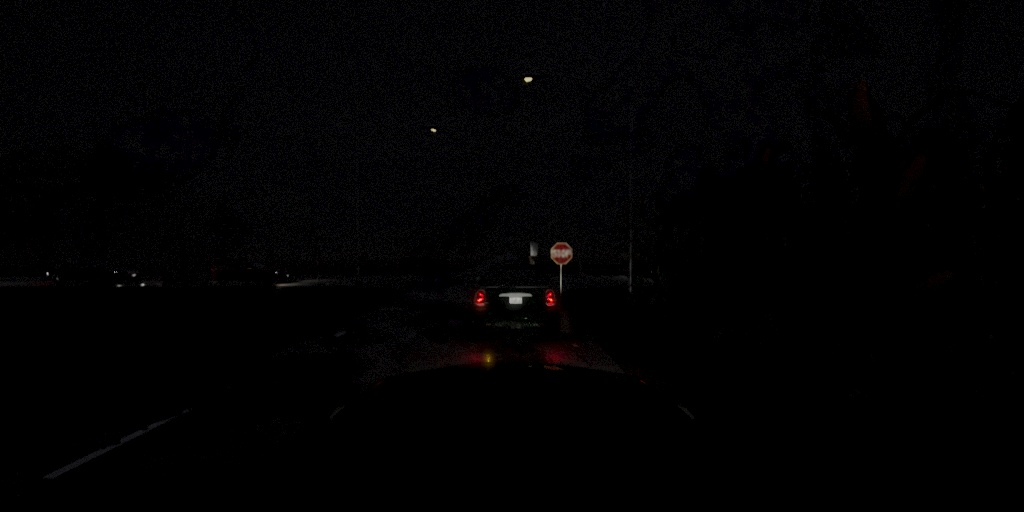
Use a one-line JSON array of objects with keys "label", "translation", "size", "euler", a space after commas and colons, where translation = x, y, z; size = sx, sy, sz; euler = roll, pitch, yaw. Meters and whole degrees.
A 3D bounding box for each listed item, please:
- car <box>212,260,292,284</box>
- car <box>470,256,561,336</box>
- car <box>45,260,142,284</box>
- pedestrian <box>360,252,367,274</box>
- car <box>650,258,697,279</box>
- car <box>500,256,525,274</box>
[{"label": "car", "translation": [-16.969, 1.009, 23.379], "size": [4.674, 1.442, 1.812], "euler": [0, 2, 0]}, {"label": "car", "translation": [0.029, 0.972, 10.099], "size": [2.097, 1.767, 4.553], "euler": [0, 1, -1]}, {"label": "car", "translation": [-27.059, 0.998, 23.318], "size": [4.902, 1.511, 2.128], "euler": [0, 2, 0]}, {"label": "pedestrian", "translation": [-12.243, 0.568, 29.370], "size": [0.375, 1.860, 0.375], "euler": [0, 2, 0]}, {"label": "car", "translation": [12.639, 0.878, 26.504], "size": [4.674, 1.442, 1.812], "euler": [0, 2, 0]}, {"label": "car", "translation": [0.030, 0.761, 32.898], "size": [2.128, 1.511, 4.902], "euler": [0, 1, 0]}]
